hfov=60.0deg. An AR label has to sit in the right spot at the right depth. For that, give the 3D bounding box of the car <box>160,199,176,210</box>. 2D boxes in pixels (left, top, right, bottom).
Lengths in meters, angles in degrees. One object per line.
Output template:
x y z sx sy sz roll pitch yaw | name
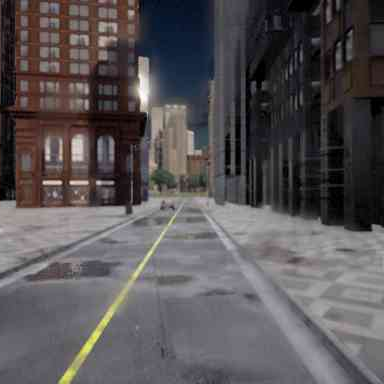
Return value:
-3.298 1.731 45.700 1.812 1.442 4.674 0 0 0 | car
